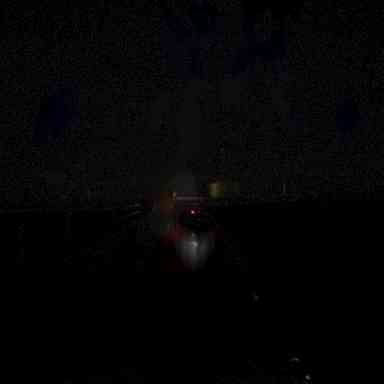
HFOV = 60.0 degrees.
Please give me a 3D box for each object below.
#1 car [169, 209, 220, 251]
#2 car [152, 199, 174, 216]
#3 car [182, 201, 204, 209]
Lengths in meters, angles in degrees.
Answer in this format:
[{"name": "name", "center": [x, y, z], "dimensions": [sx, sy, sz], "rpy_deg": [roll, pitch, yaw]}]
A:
[{"name": "car", "center": [0.085, 1.614, 14.251], "dimensions": [1.895, 1.301, 4.718], "rpy_deg": [0, 0, 0]}, {"name": "car", "center": [-2.837, 1.491, 33.498], "dimensions": [1.882, 1.535, 5.008], "rpy_deg": [0, 0, 0]}, {"name": "car", "center": [0.086, 1.540, 30.452], "dimensions": [1.812, 1.442, 4.674], "rpy_deg": [0, 0, 0]}]
